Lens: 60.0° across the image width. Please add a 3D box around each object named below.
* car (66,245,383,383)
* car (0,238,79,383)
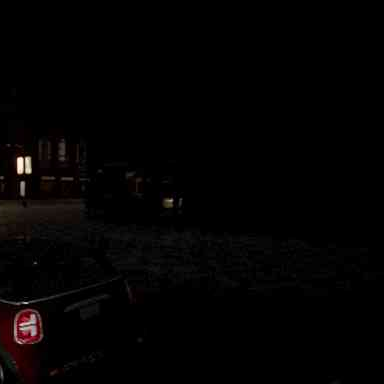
[{"bbox_3d":[1.808,1.315,1.783,5.009,1.841,2.192,0,0,36],"label":"car"},{"bbox_3d":[-2.788,1.438,5.067,4.097,1.590,1.967,0,0,36],"label":"car"}]
